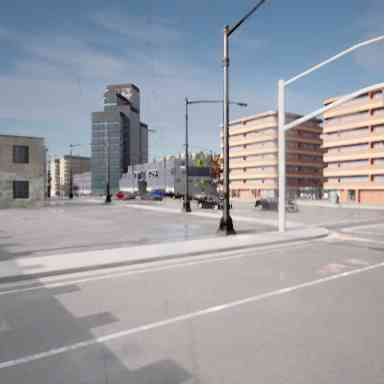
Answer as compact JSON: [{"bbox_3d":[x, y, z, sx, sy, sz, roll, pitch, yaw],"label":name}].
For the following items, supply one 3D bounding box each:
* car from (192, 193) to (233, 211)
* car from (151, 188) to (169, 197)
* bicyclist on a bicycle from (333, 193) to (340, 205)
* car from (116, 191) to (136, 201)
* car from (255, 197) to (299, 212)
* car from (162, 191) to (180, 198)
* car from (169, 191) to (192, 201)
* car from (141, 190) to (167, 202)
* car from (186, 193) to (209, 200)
[{"bbox_3d":[2.407,1.202,36.362,1.837,1.490,4.892,0,1,-34],"label":"car"},{"bbox_3d":[-7.500,0.237,69.629,2.150,2.045,5.566,0,1,-34],"label":"car"},{"bbox_3d":[20.040,0.973,45.987,1.656,1.620,0.582,-1,1,-34],"label":"bicyclist on a bicycle"},{"bbox_3d":[-11.235,0.621,56.434,2.097,1.767,4.553,0,1,-34],"label":"car"},{"bbox_3d":[8.505,1.259,33.645,2.128,1.511,4.902,0,1,-34],"label":"car"},{"bbox_3d":[-4.595,0.555,71.582,1.994,1.385,4.181,0,1,-34],"label":"car"},{"bbox_3d":[-1.844,0.766,61.457,1.837,1.490,4.892,0,1,-34],"label":"car"},{"bbox_3d":[-6.850,0.855,56.186,2.033,1.411,5.357,0,1,-34],"label":"car"},{"bbox_3d":[1.040,0.854,63.342,1.895,1.301,4.718,0,1,-34],"label":"car"}]
